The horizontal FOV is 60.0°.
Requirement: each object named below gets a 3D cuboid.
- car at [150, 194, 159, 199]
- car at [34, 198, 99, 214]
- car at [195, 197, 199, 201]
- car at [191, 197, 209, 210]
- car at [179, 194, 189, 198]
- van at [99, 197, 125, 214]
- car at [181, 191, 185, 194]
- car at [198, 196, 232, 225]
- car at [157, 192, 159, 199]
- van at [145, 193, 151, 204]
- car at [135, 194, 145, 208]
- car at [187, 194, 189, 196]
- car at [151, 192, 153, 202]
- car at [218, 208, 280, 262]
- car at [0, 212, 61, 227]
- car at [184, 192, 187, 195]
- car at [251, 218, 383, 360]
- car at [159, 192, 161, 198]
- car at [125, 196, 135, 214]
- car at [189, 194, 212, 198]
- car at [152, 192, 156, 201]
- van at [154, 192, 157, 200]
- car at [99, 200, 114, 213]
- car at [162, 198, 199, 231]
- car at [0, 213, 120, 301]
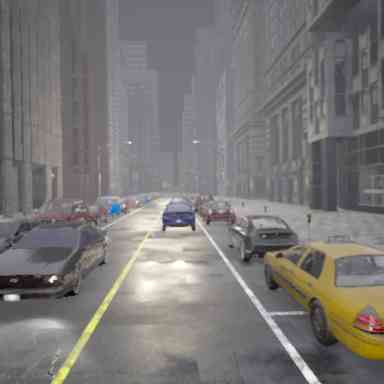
[{"bbox_3d":[-10.101,1.216,89.919,1.947,1.339,4.313,-1,0,-3],"label":"car"},{"bbox_3d":[-6.507,1.317,16.730,2.192,1.841,5.009,-1,0,-3],"label":"car"},{"bbox_3d":[1.458,1.379,28.419,1.947,1.339,4.313,-1,0,-3],"label":"car"},{"bbox_3d":[0.904,1.302,39.678,1.887,1.381,4.507,-1,0,-3],"label":"car"},{"bbox_3d":[-1.742,1.349,39.081,2.033,1.411,5.357,-1,0,-3],"label":"car"},{"bbox_3d":[-7.060,1.287,27.990,1.690,1.788,3.998,-1,0,-3],"label":"van"},{"bbox_3d":[-1.310,1.125,84.713,1.802,1.307,4.206,-1,0,-3],"label":"car"},{"bbox_3d":[1.732,1.281,22.788,1.967,1.590,4.097,-1,0,-3],"label":"car"},{"bbox_3d":[-9.550,1.141,78.658,1.967,1.590,4.097,-1,0,-3],"label":"car"},{"bbox_3d":[-8.444,1.147,56.139,1.690,1.788,3.998,-1,0,-3],"label":"van"},{"bbox_3d":[-7.889,1.302,44.880,1.967,1.590,4.097,-1,0,-3],"label":"car"},{"bbox_3d":[0.627,1.295,45.307,1.947,1.339,4.313,-1,0,-3],"label":"car"},{"bbox_3d":[-8.709,1.305,61.600,1.752,1.417,4.829,-1,0,-3],"label":"car"},{"bbox_3d":[2.288,1.448,11.530,2.008,1.369,4.403,-1,0,-3],"label":"car"},{"bbox_3d":[-6.225,1.597,11.102,1.947,1.339,4.313,-1,0,-3],"label":"car"},{"bbox_3d":[0.071,1.113,56.565,1.967,1.590,4.097,-1,0,-3],"label":"car"},{"bbox_3d":[2.556,1.450,6.071,1.752,1.417,4.829,-1,0,-3],"label":"car"},{"bbox_3d":[-9.829,0.991,84.288,2.192,1.841,5.009,-1,0,-3],"label":"car"},{"bbox_3d":[-7.335,1.358,33.621,1.967,1.590,4.097,-1,0,-3],"label":"car"},{"bbox_3d":[1.176,1.100,34.047,2.192,1.841,5.009,-1,0,-3],"label":"car"},{"bbox_3d":[-8.994,1.303,67.399,2.008,1.369,4.403,-1,0,-3],"label":"car"},{"bbox_3d":[-9.275,1.068,73.028,1.690,1.788,3.998,-1,0,-3],"label":"van"},{"bbox_3d":[-6.779,1.519,22.361,1.887,1.381,4.507,-1,0,-3],"label":"car"},{"bbox_3d":[-0.818,1.373,20.152,1.882,1.535,5.008,-1,1,-3],"label":"car"},{"bbox_3d":[-3.443,1.549,8.777,2.033,1.411,5.357,-1,0,-3],"label":"car"}]
